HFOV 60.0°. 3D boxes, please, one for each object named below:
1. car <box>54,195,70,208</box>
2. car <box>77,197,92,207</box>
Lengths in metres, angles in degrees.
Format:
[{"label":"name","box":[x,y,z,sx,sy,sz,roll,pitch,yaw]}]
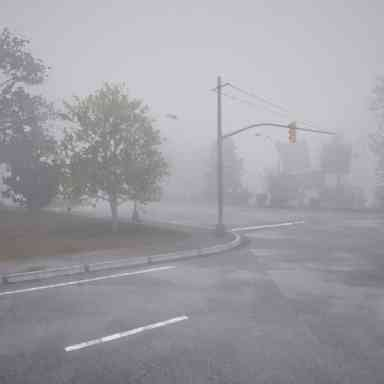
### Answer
[{"label":"car","box":[-19.426,1.191,48.629,2.150,2.045,5.566,-1,0,-38]},{"label":"car","box":[-17.176,1.476,51.432,2.033,1.411,5.357,-1,0,-39]}]
